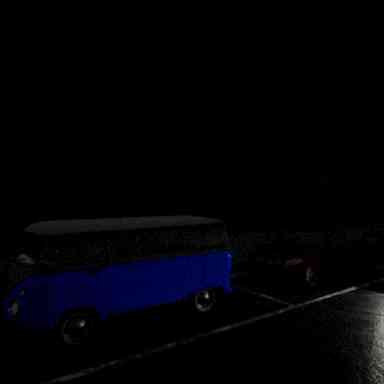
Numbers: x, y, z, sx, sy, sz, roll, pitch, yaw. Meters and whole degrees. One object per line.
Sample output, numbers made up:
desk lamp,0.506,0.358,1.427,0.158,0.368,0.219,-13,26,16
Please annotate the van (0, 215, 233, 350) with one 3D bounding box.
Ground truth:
van,-1.124,1.346,5.959,3.998,1.788,1.690,0,0,-35

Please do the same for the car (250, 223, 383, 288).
car,3.484,1.597,9.245,4.206,1.307,1.802,0,0,-35
